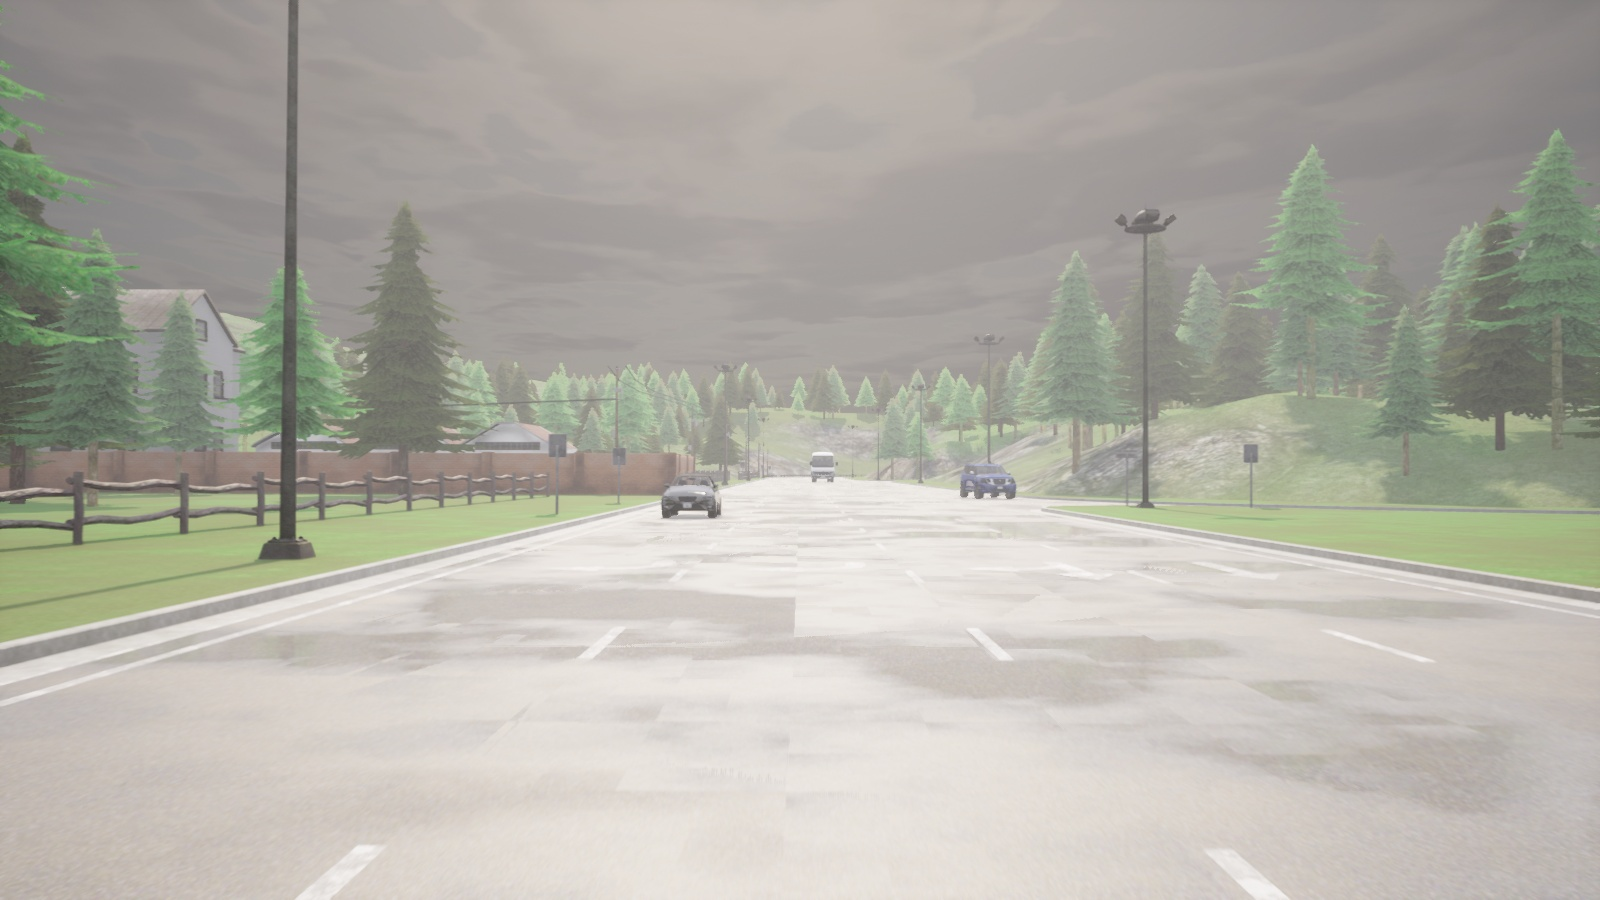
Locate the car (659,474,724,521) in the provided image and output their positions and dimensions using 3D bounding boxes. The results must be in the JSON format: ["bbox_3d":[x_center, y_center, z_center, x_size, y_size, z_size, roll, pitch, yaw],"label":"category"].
[{"bbox_3d":[-3.592,1.546,42.013,1.816,1.474,4.193,0,-1,0],"label":"car"}]

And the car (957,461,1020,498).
[{"bbox_3d":[10.890,1.713,73.068,2.150,2.045,5.566,0,-1,-7],"label":"car"}]
